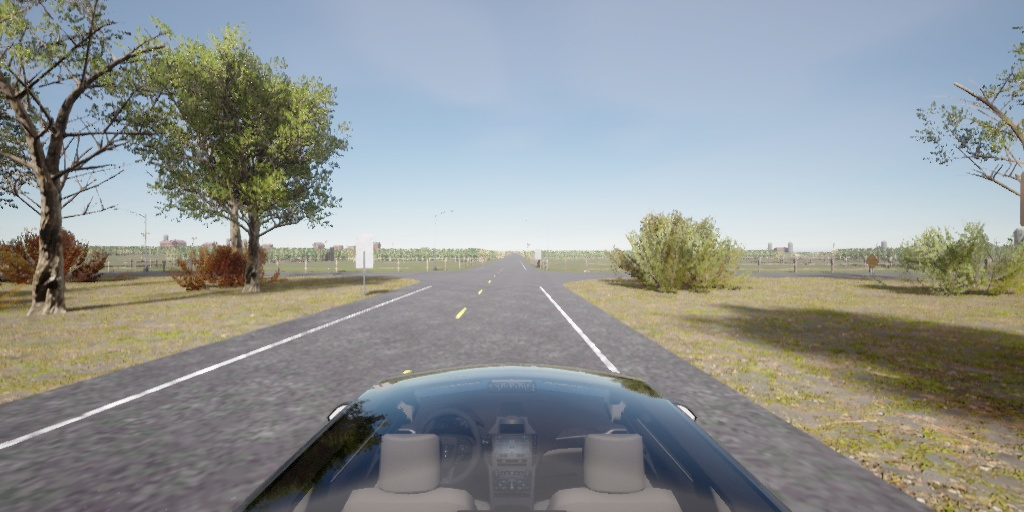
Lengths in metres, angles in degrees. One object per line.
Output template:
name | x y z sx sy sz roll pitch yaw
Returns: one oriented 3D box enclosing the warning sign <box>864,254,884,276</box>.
warning sign | 30.795 0.735 30.595 1.060 1.860 1.300 0 0 5
